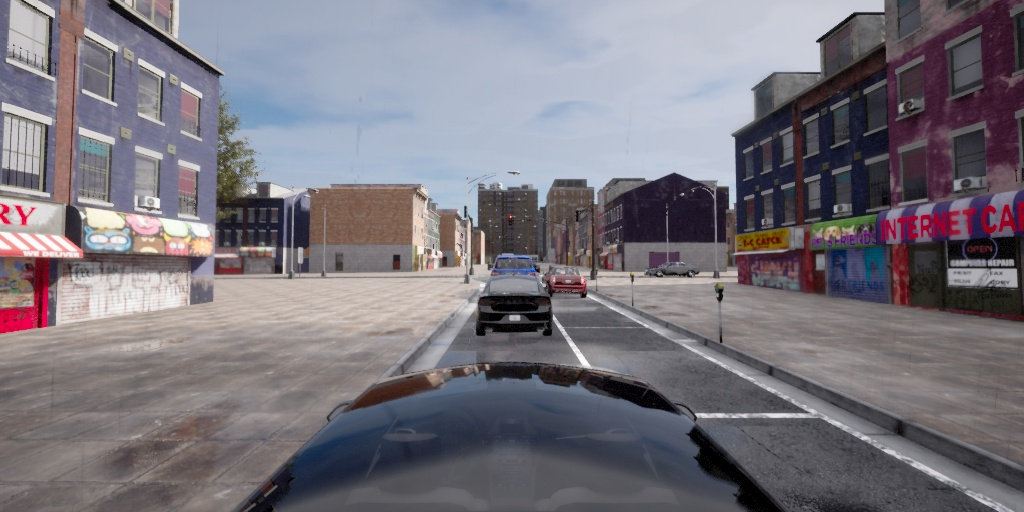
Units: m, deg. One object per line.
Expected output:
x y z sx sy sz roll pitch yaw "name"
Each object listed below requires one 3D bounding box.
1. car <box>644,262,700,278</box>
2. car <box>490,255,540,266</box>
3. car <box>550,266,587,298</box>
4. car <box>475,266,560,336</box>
14.940 1.314 33.571 4.902 1.511 2.128 0 -2 0 "car"
0.063 0.992 18.035 2.150 2.045 5.566 0 0 0 "car"
2.610 1.210 18.724 1.967 1.591 4.097 0 0 0 "car"
0.033 1.235 10.495 1.882 1.535 5.008 0 0 -1 "car"
